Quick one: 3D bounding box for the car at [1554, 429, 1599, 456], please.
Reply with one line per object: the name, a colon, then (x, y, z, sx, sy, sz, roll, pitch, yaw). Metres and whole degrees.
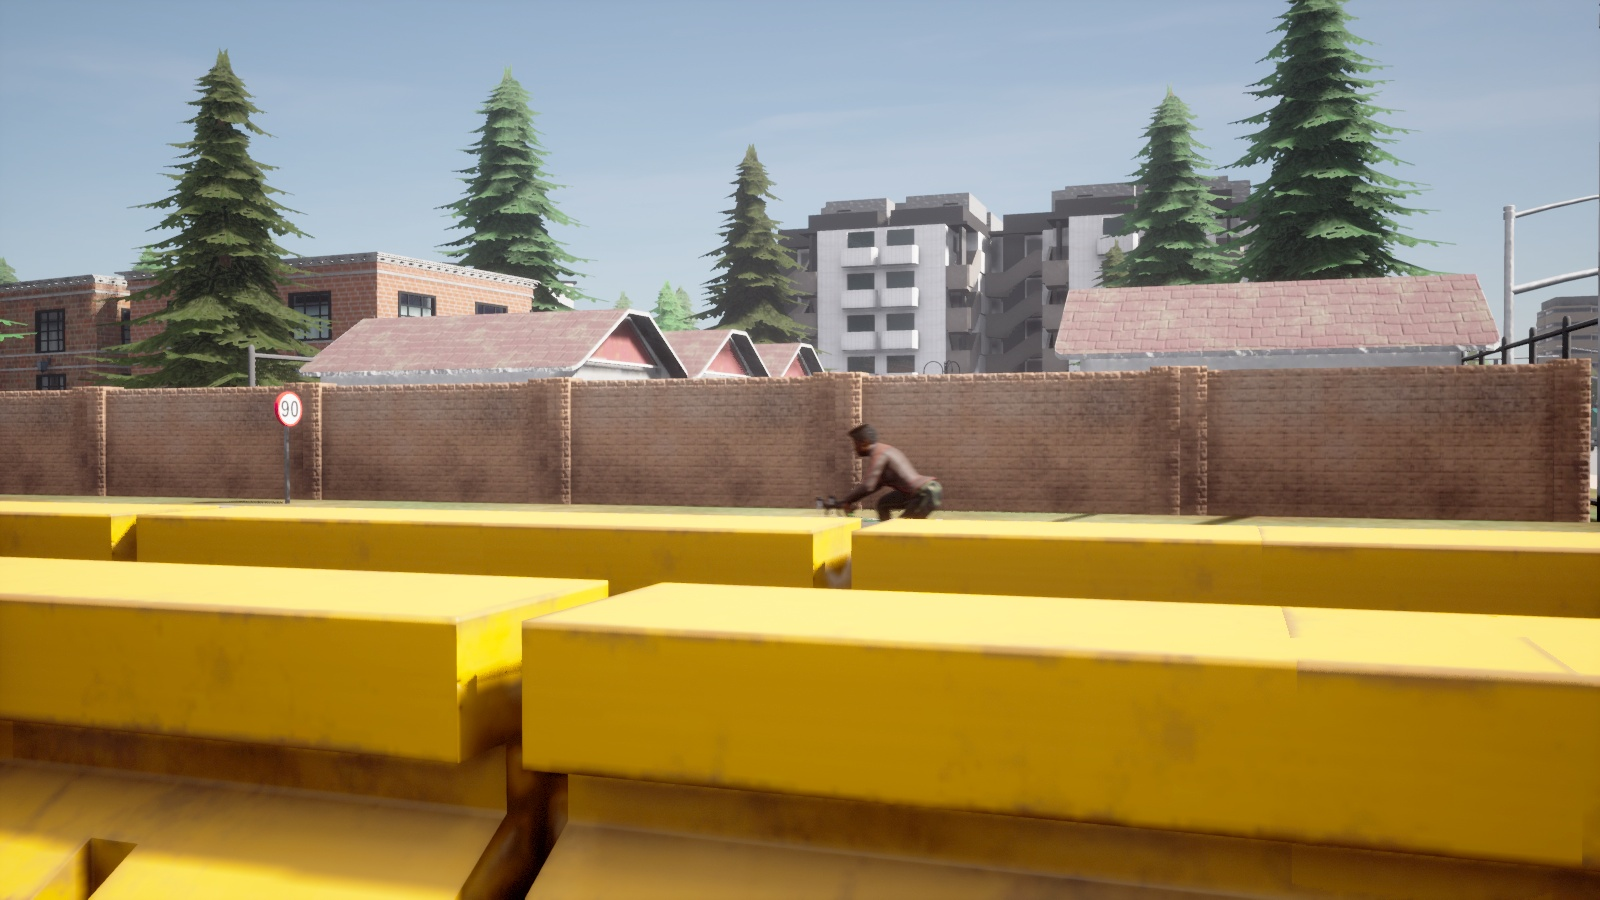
car: (50.152, -0.497, 80.589, 2.152, 1.651, 5.027, 1, 1, 20)

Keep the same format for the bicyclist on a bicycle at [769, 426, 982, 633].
bicyclist on a bicycle: (0.628, 0.616, 10.366, 1.656, 1.620, 0.582, 0, 1, 19)
